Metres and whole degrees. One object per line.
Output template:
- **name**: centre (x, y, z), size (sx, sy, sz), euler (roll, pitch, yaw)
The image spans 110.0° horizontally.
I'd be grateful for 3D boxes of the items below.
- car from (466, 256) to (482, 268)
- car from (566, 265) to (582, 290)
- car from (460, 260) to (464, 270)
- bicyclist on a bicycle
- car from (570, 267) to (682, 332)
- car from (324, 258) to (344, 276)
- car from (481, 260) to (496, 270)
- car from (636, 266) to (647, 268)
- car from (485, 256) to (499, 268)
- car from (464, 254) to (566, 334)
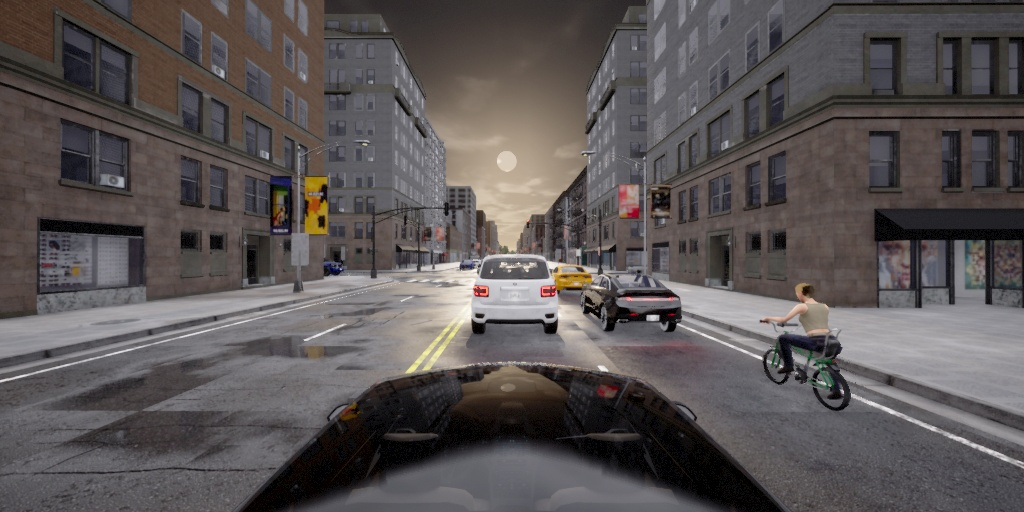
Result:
- **car**: centre (-6.718, 0.995, 64.060), size (2.150, 2.045, 5.566), euler (0, 0, 0)
- **car**: centre (3.203, 1.232, 20.339), size (1.882, 1.535, 5.008), euler (0, 0, 0)
- **car**: centre (-6.725, 1.248, 54.116), size (1.882, 1.535, 5.008), euler (0, 0, 0)
- **bicyclist on a bicycle**: centre (4.127, 1.187, 5.136), size (0.866, 1.612, 1.509), euler (0, 0, 0)
- **car**: centre (3.319, 1.243, 10.849), size (2.128, 1.511, 4.902), euler (0, 0, 0)
- **car**: centre (-19.816, 0.958, 35.851), size (5.566, 2.045, 2.150), euler (0, 0, 2)
- **car**: centre (-3.467, 1.334, 53.107), size (1.994, 1.385, 4.181), euler (0, 0, 0)
- **car**: centre (14.958, 1.412, 38.742), size (4.718, 1.301, 1.895), euler (0, 0, 1)
- **car**: centre (-3.476, 0.995, 62.449), size (2.150, 2.045, 5.566), euler (0, 0, 0)
- **car**: centre (0.075, 0.973, 10.777), size (2.150, 2.045, 5.566), euler (0, 0, 0)
